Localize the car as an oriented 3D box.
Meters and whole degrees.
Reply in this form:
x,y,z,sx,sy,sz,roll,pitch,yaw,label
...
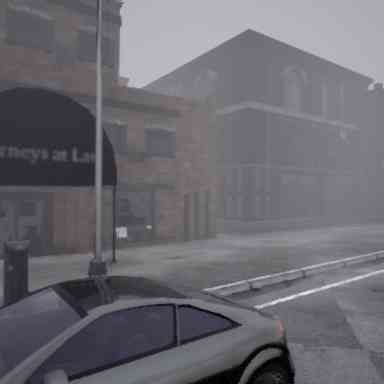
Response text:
x,y,z,sx,sy,sz,roll,pitch,yaw,label
-1.004,1.563,2.969,4.181,1.385,1.994,0,0,-36,car
